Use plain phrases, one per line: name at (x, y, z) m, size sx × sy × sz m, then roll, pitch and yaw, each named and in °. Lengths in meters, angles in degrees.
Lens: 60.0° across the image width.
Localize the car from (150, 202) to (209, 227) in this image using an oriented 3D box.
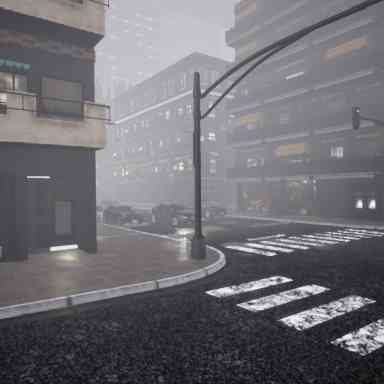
car at (-1.236, 1.535, 23.348) m, size 1.837 × 1.490 × 4.892 m, roll -1°, pitch 1°, yaw -36°

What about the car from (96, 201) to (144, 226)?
car at (-5.161, 1.632, 24.557) m, size 1.947 × 1.339 × 4.313 m, roll -1°, pitch 1°, yaw -36°

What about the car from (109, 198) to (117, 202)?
car at (-11.915, 1.520, 47.249) m, size 1.887 × 1.381 × 4.507 m, roll -1°, pitch 1°, yaw -36°

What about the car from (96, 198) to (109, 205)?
car at (-11.496, 1.547, 37.480) m, size 1.837 × 1.490 × 4.892 m, roll -1°, pitch 1°, yaw -36°

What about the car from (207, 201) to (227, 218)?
car at (1.212, 1.513, 29.190) m, size 2.008 × 1.369 × 4.403 m, roll -1°, pitch 1°, yaw -36°
